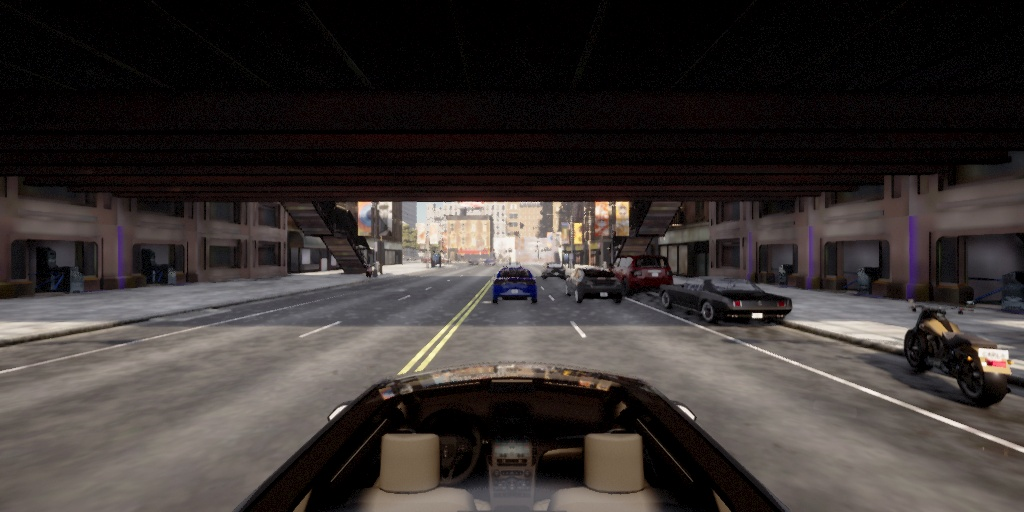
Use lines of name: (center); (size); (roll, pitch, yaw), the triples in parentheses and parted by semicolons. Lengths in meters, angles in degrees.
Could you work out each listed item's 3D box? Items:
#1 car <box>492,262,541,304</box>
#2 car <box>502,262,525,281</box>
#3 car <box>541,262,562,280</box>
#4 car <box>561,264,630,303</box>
car: (0.123, 1.232, 16.489); (1.882, 1.535, 5.008); (0, 0, 0)
car: (0.124, 1.280, 31.500); (1.812, 1.442, 4.674); (0, 0, 0)
car: (3.624, 1.280, 31.502); (1.812, 1.442, 4.674); (0, 0, 0)
car: (3.623, 1.264, 16.470); (1.837, 1.490, 4.892); (0, 0, 0)
